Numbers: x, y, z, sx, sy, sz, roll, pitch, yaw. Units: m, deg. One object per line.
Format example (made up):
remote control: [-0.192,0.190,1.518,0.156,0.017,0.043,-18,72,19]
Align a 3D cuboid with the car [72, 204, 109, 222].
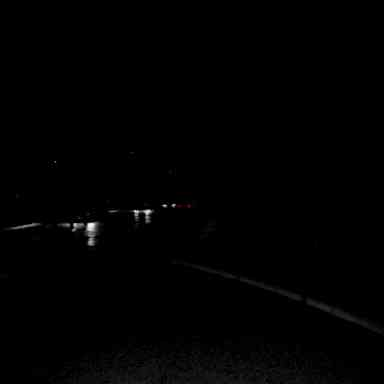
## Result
car: [-8.790,1.789,29.099,1.812,1.442,4.674,-1,0,8]

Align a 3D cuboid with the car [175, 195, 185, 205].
car: [-1.030,1.320,57.972,2.097,1.767,4.553,-1,0,8]

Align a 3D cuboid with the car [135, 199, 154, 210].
car: [-6.392,1.658,45.762,1.812,1.442,4.674,-1,0,9]

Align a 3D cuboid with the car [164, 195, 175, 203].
car: [-3.892,1.309,62.684,2.097,1.767,4.553,-1,0,8]
